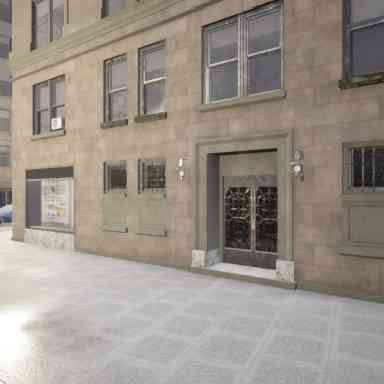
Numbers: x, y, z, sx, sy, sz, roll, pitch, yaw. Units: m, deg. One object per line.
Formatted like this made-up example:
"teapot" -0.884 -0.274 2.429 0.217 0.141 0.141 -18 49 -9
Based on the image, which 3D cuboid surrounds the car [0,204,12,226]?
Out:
"car" -11.927 1.512 23.061 2.033 1.411 5.357 0 0 39
